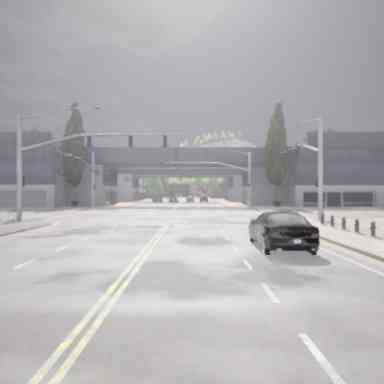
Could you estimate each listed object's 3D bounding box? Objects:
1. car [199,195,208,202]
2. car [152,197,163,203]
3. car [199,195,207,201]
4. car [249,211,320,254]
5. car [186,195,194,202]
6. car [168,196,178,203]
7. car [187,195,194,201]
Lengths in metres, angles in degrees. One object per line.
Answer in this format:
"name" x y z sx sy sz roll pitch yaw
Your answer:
"car" 3.011 1.693 84.346 1.837 1.490 4.892 0 0 0
"car" -7.563 1.718 72.693 1.994 1.385 4.181 0 0 0
"car" 3.070 1.650 93.734 2.128 1.511 4.902 0 0 0
"car" 3.544 1.509 13.583 1.882 1.535 5.008 0 0 0
"car" -0.490 1.731 84.141 2.033 1.411 5.357 0 0 0
"car" -4.063 1.691 72.671 2.128 1.511 4.902 0 0 0
"car" -0.429 1.612 93.828 1.882 1.535 5.008 0 0 0
